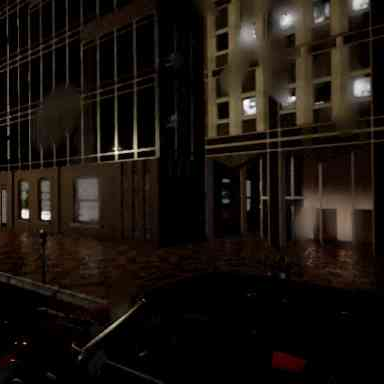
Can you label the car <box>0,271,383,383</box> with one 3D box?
[{"bbox_3d":[0.111,1.446,2.806,4.097,1.590,1.967,0,-1,35],"label":"car"}]
